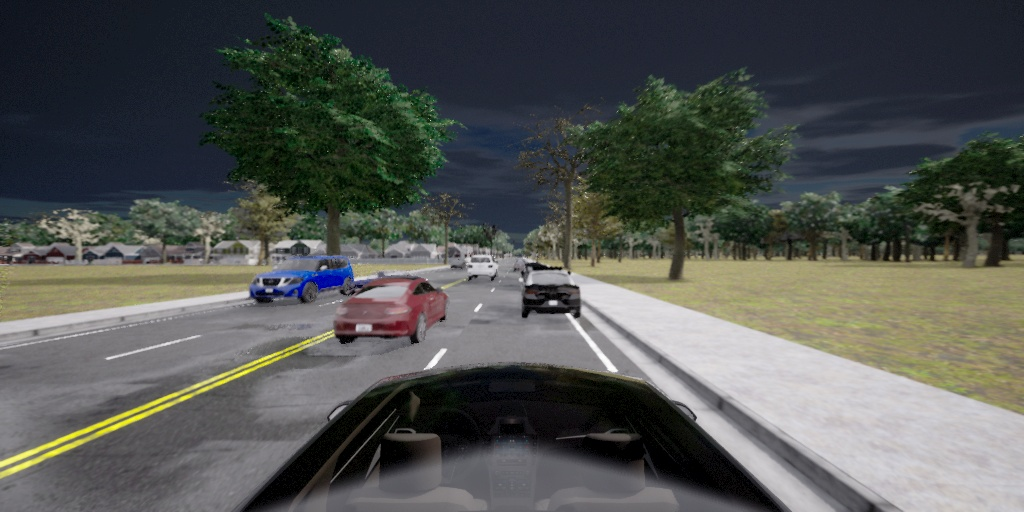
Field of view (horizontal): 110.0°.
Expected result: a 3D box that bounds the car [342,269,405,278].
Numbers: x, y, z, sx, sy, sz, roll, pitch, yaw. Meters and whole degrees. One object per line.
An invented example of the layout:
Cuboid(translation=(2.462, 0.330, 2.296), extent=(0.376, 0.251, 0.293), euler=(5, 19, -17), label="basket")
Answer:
Cuboid(translation=(-6.189, 1.373, 17.777), extent=(1.895, 1.301, 4.718), euler=(0, 0, 1), label="car")

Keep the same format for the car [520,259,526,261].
Cuboid(translation=(1.656, 1.260, 28.980), extent=(1.837, 1.490, 4.892), euler=(0, 0, 1), label="car")

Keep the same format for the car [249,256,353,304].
Cuboid(translation=(-9.463, 1.004, 16.831), extent=(2.150, 2.045, 5.566), euler=(0, 0, 1), label="car")

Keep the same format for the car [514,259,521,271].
Cuboid(translation=(1.155, 1.326, 48.480), extent=(2.033, 1.411, 5.357), euler=(0, 0, 1), label="car")

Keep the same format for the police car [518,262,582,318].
Cuboid(translation=(1.276, 1.173, 13.094), extent=(1.930, 1.638, 5.238), euler=(0, 0, 1), label="police car")

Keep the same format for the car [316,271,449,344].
Cuboid(translation=(-2.934, 1.286, 9.527), extent=(1.812, 1.442, 4.674), euler=(0, 0, 1), label="car")

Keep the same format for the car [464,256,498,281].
Cuboid(translation=(-2.426, 0.990, 30.828), extent=(2.150, 2.045, 5.566), euler=(0, 0, 1), label="car")

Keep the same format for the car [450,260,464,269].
Cuboid(translation=(-8.492, 1.324, 56.492), extent=(1.837, 1.490, 4.892), euler=(0, 0, 2), label="car")
